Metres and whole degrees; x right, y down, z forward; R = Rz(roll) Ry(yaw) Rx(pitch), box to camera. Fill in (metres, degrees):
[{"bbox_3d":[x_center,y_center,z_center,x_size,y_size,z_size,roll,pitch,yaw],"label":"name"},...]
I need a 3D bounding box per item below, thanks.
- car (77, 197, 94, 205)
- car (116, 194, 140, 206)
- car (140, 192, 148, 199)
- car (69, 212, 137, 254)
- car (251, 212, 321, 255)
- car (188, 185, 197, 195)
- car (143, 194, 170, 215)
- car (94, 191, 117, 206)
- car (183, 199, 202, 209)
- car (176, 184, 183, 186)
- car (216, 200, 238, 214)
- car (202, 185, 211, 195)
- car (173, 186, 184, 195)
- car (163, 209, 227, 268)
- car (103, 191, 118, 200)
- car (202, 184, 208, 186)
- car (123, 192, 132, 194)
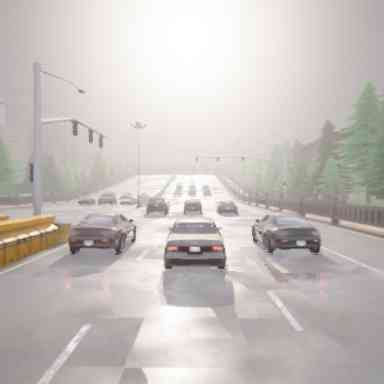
[{"bbox_3d":[-17.540,1.534,55.615,1.895,1.301,4.718,0,1,0],"label":"car"},{"bbox_3d":[-10.548,1.484,55.203,2.033,1.411,5.357,0,1,0],"label":"car"},{"bbox_3d":[-10.452,0.798,71.073,1.895,1.301,4.718,0,4,0],"label":"car"},{"bbox_3d":[-3.412,1.516,13.302,1.812,1.442,4.674,0,0,0],"label":"car"},{"bbox_3d":[3.588,1.516,13.216,1.812,1.442,4.674,0,0,0],"label":"car"},{"bbox_3d":[0.094,-0.104,79.190,1.837,1.490,4.892,0,7,0],"label":"car"},{"bbox_3d":[-3.401,1.327,34.202,2.097,1.767,4.553,0,0,0],"label":"car"},{"bbox_3d":[-14.044,1.153,55.574,2.150,2.045,5.566,0,1,0],"label":"car"},{"bbox_3d":[0.100,1.451,36.042,1.882,1.535,5.008,0,0,0],"label":"car"},{"bbox_3d":[-3.350,-1.426,89.229,1.812,1.442,4.674,0,7,0],"label":"car"},{"bbox_3d":[3.599,1.538,34.947,1.994,1.385,4.181,0,0,0],"label":"car"},{"bbox_3d":[3.596,-0.095,79.591,1.994,1.385,4.181,0,7,0],"label":"car"},{"bbox_3d":[-3.406,-0.013,79.251,1.895,1.301,4.718,0,7,0],"label":"car"},{"bbox_3d":[0.085,1.539,11.185,2.033,1.411,5.357,0,0,0],"label":"car"},{"bbox_3d":[-17.450,0.649,71.462,1.882,1.535,5.008,0,4,0],"label":"car"},{"bbox_3d":[3.650,-1.426,89.189,2.128,1.511,4.902,0,7,0],"label":"car"},{"bbox_3d":[-13.951,0.726,71.287,2.033,1.411,5.357,0,4,0],"label":"car"}]
